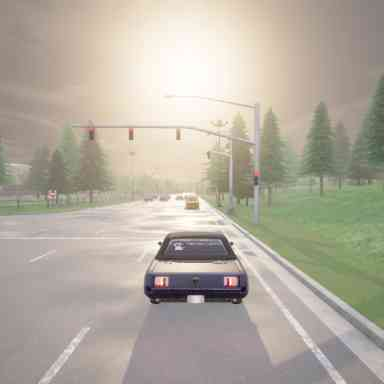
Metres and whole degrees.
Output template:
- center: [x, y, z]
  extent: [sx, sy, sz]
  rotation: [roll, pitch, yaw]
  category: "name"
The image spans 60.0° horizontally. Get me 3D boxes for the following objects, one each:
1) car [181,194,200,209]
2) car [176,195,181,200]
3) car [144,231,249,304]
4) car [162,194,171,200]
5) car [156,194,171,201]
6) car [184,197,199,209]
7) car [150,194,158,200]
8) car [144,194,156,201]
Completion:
- center: [-0.065, 1.089, 46.240]
  extent: [1.882, 1.535, 5.008]
  rotation: [-3, 17, -4]
  category: "car"
- center: [-3.354, 1.553, 91.204]
  extent: [1.994, 1.385, 4.181]
  rotation: [0, 0, 0]
  category: "car"
- center: [0.092, 1.601, 8.078]
  extent: [1.895, 1.301, 4.718]
  rotation: [0, 0, 0]
  category: "car"
- center: [-6.855, 1.372, 90.797]
  extent: [2.033, 1.411, 5.357]
  rotation: [0, 0, 0]
  category: "car"
- center: [-6.872, 1.531, 80.377]
  extent: [2.033, 1.411, 5.357]
  rotation: [0, 0, 0]
  category: "car"
- center: [0.004, 1.576, 49.746]
  extent: [2.033, 1.411, 5.357]
  rotation: [-1, 1, 1]
  category: "car"
- center: [-10.355, 1.332, 90.802]
  extent: [1.837, 1.490, 4.892]
  rotation: [0, 0, 0]
  category: "car"
- center: [-10.372, 1.531, 80.382]
  extent: [2.033, 1.411, 5.357]
  rotation: [0, 0, 0]
  category: "car"
